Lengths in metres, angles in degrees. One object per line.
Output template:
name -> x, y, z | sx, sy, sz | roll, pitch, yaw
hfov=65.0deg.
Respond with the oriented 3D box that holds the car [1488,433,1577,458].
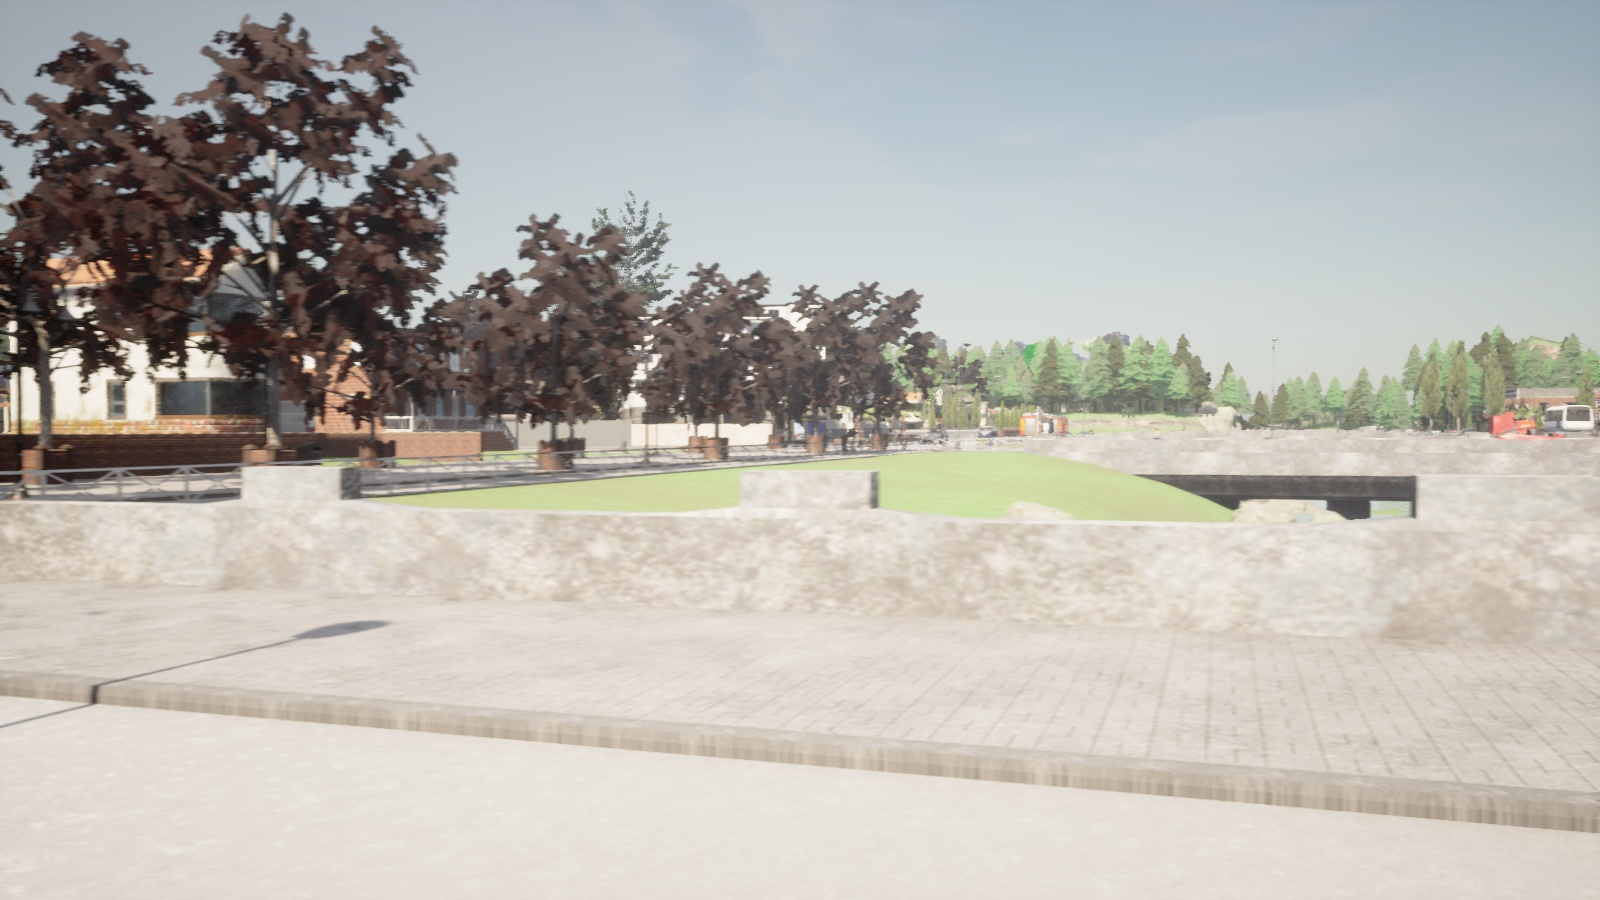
car -> 46.199, -0.322, 79.338 | 4.514, 1.525, 2.007 | 1, 1, 19
